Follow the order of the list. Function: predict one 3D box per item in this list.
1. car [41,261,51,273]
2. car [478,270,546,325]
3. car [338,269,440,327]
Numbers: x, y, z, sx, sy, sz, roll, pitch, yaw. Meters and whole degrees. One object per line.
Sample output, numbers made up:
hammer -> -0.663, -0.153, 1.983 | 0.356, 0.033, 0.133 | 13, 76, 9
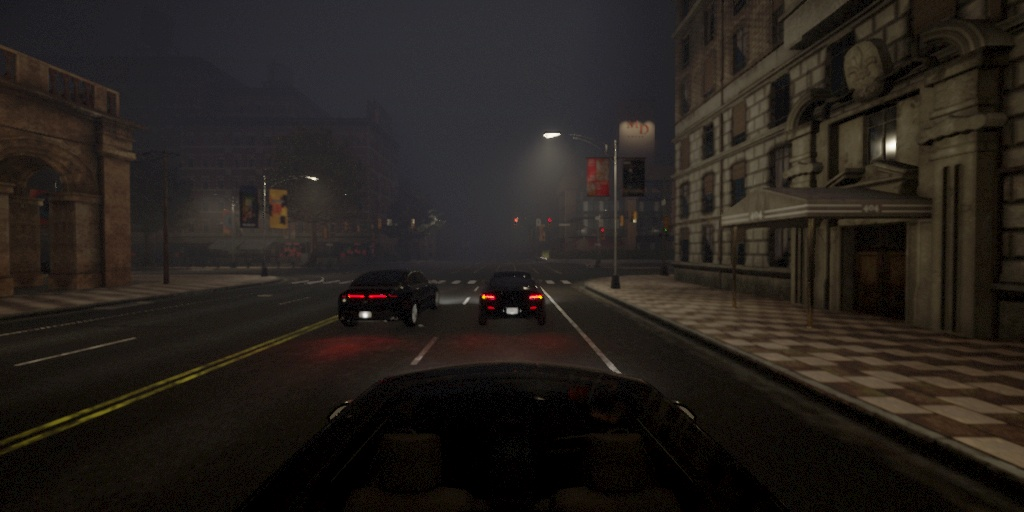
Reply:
car -> -41.107, 0.884, 33.324 | 4.181, 1.385, 1.994 | 0, 1, 0
car -> 0.001, 1.148, 11.085 | 1.812, 1.442, 4.674 | 0, 1, 0
car -> -3.500, 1.128, 10.964 | 1.837, 1.490, 4.892 | 0, 0, 0
